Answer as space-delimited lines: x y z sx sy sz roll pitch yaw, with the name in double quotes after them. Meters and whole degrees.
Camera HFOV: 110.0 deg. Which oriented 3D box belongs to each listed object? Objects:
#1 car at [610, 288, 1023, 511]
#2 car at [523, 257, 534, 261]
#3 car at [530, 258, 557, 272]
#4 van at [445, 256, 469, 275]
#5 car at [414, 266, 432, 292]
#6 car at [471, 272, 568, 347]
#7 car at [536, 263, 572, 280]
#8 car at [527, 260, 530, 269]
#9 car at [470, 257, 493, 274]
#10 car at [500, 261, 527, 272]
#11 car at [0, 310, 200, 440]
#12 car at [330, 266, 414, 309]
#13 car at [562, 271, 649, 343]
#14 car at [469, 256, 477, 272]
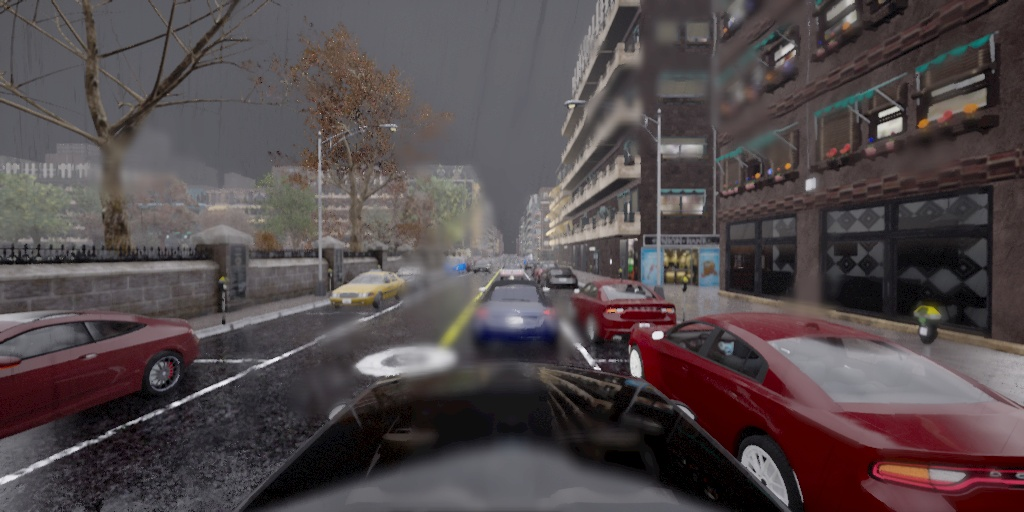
2.686 1.289 3.935 1.888 1.381 4.507 0 0 0 "car"
2.583 1.202 48.215 1.948 1.339 4.313 0 0 0 "car"
2.635 1.128 26.075 1.967 1.591 4.097 0 0 0 "car"
-5.772 1.002 37.124 1.690 1.789 3.998 0 0 0 "van"
-5.733 1.252 20.520 2.007 1.370 4.403 0 0 0 "car"
0.082 1.294 9.306 1.994 1.385 4.181 0 0 0 "car"
2.647 1.267 20.540 1.948 1.339 4.313 0 0 0 "car"
2.622 1.240 31.610 1.948 1.339 4.313 0 0 0 "car"
-3.135 1.164 38.968 1.837 1.490 4.892 0 0 0 "car"
0.034 1.281 29.341 1.895 1.301 4.718 0 0 1 "car"
-5.694 1.326 3.915 1.802 1.307 4.207 0 0 0 "car"
-5.719 1.240 14.814 1.751 1.417 4.829 0 0 0 "car"
2.673 1.274 9.469 1.888 1.381 4.507 0 0 0 "car"
-5.785 0.963 42.660 2.192 1.841 5.009 0 0 0 "car"
